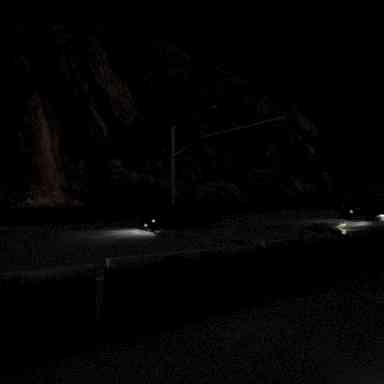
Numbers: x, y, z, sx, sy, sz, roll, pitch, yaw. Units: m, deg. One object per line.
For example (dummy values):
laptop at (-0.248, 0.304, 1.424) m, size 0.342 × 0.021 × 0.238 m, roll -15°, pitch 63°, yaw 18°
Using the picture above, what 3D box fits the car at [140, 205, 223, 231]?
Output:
car at (-0.524, 1.548, 20.830) m, size 5.357 × 1.411 × 2.033 m, roll 0°, pitch 0°, yaw -36°

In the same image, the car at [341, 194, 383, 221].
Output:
car at (14.606, 1.172, 27.436) m, size 5.566 × 2.045 × 2.150 m, roll 0°, pitch 0°, yaw -36°
